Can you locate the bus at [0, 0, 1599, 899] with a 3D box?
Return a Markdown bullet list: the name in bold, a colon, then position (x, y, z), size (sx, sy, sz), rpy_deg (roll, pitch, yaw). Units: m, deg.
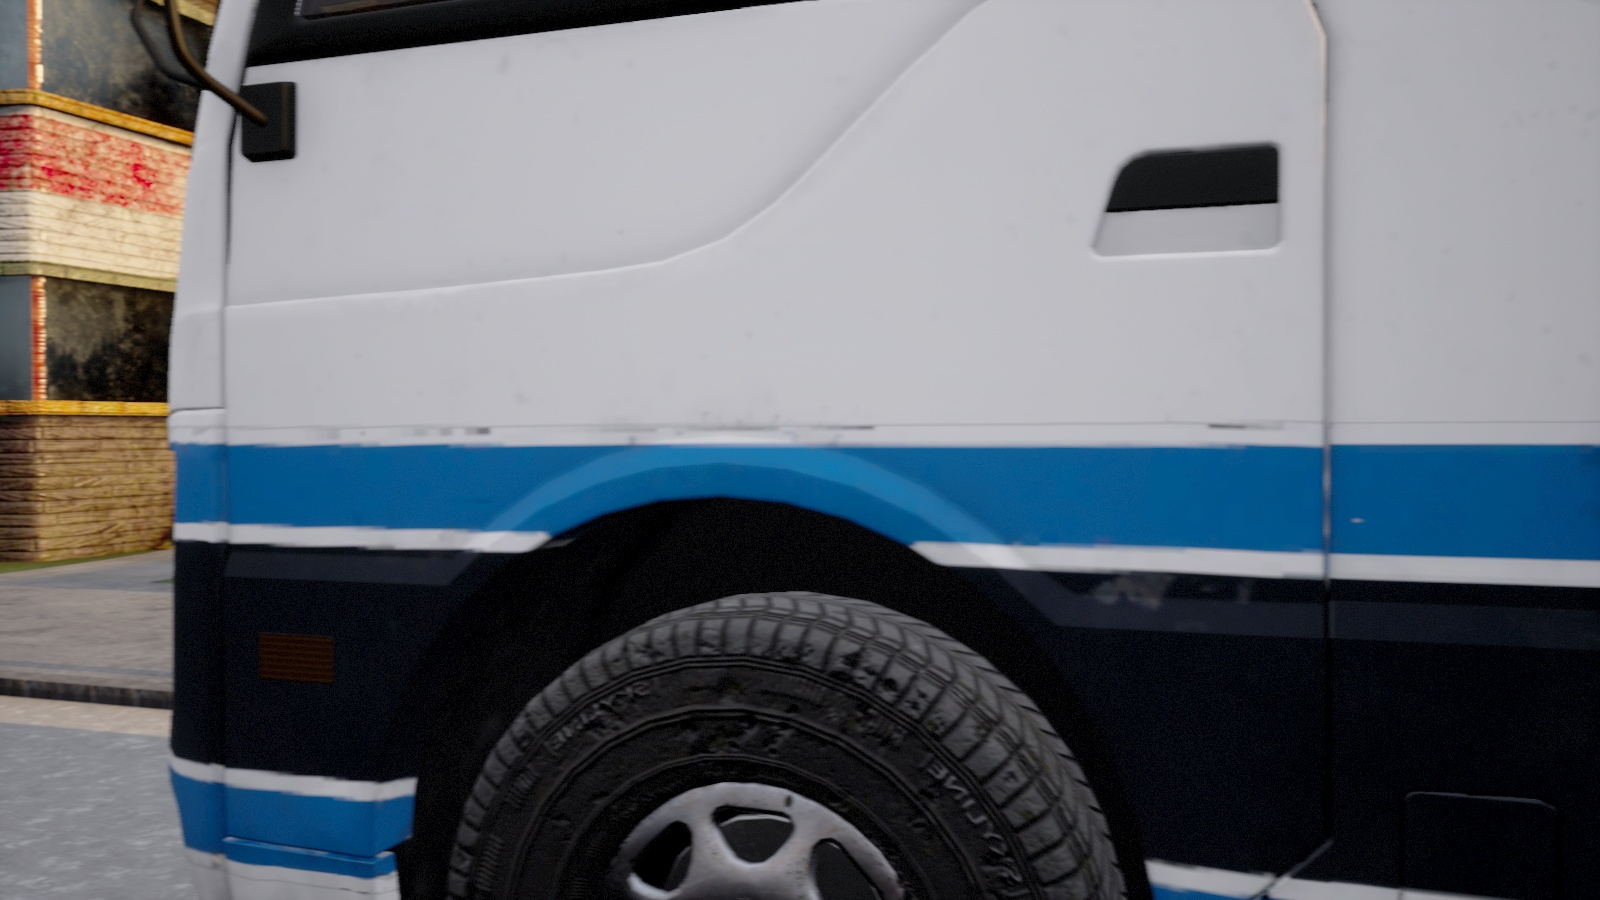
- **bus**: position (3.089, -0.581, 2.661), size (10.273, 4.253, 3.944), rpy_deg (1, 1, 19)
